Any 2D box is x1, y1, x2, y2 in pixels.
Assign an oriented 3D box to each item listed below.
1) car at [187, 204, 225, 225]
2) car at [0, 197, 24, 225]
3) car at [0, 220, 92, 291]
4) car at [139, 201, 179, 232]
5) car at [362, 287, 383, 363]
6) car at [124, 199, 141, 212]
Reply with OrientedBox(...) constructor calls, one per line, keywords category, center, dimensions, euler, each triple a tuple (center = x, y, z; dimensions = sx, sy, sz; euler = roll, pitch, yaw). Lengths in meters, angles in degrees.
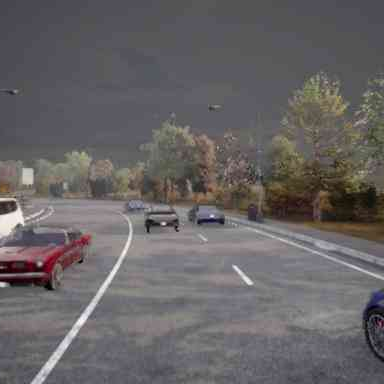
OrientedBox(category="car", center=(0.916, 1.535, 23.717), dimensions=(1.994, 1.385, 4.181), euler=(0, 0, -12))
OrientedBox(category="car", center=(-7.934, 1.228, 11.922), dimensions=(2.150, 2.045, 5.566), euler=(0, 0, -7))
OrientedBox(category="car", center=(-4.120, 1.601, 9.056), dimensions=(1.895, 1.301, 4.718), euler=(0, 0, -5))
OrientedBox(category="car", center=(-1.937, 1.472, 20.140), dimensions=(2.128, 1.511, 4.902), euler=(0, 0, -10))
OrientedBox(category="car", center=(3.410, 1.511, 2.861), dimensions=(1.812, 1.442, 4.674), euler=(0, 0, -2))
OrientedBox(category="car", center=(-6.527, 1.518, 37.816), dimensions=(2.033, 1.411, 5.357), euler=(0, 0, -19))
